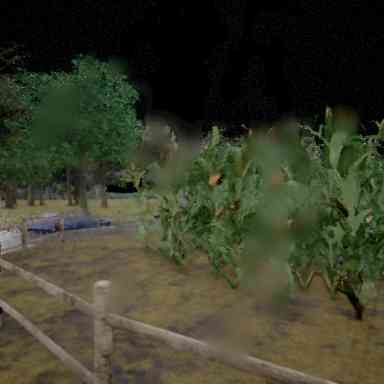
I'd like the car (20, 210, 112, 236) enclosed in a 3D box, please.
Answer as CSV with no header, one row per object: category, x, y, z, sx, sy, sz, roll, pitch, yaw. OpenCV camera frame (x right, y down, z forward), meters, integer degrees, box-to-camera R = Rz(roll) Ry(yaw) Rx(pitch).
car,-7.462,1.808,20.214,2.033,1.411,5.357,-2,-2,36

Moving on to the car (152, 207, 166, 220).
car,-1.733,1.820,34.528,2.150,2.045,5.566,-2,-2,36
